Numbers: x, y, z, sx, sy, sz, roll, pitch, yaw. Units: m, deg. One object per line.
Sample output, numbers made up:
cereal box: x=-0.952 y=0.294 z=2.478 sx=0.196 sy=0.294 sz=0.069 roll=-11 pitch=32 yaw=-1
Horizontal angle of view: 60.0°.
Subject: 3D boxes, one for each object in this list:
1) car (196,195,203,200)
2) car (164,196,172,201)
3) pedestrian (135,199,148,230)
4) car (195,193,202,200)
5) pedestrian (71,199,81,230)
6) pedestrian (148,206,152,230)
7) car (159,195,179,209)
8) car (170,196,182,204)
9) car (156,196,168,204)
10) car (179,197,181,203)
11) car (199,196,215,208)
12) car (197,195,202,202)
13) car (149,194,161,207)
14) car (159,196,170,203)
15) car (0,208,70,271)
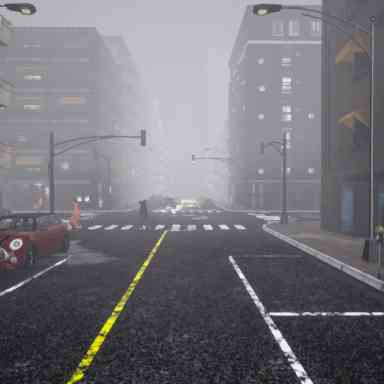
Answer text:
car: x=2.036 y=1.546 z=91.467 sx=1.802 sy=1.307 sz=4.206 roll=-1 pitch=0 yaw=0
car: x=-5.781 y=1.552 z=80.393 sx=1.802 sy=1.307 sz=4.206 roll=-1 pitch=0 yaw=0
pedestrian: x=-2.896 y=1.289 z=19.209 sx=0.375 sy=1.860 sz=0.375 roll=-1 pitch=1 yaw=0
car: x=2.130 y=1.518 z=74.849 sx=1.887 sy=1.381 sz=4.507 roll=-1 pitch=0 yaw=0
pedestrian: x=-6.920 y=1.288 z=19.728 sx=0.375 sy=1.860 sz=0.375 roll=-1 pitch=1 yaw=0
pedestrian: x=-2.831 y=1.288 z=20.408 sx=0.375 sy=1.860 sz=0.375 roll=-1 pitch=1 yaw=0
car: x=-3.102 y=1.491 z=45.855 sx=1.837 sy=1.490 sz=4.892 roll=0 pitch=0 yaw=0
car: x=-3.151 y=1.525 z=66.657 sx=2.033 sy=1.411 sz=5.357 roll=0 pitch=0 yaw=1
car: x=-5.687 y=1.504 z=63.611 sx=1.752 sy=1.417 sz=4.829 roll=-1 pitch=0 yaw=0
car: x=-3.156 y=1.583 z=55.955 sx=1.895 sy=1.301 sz=4.718 roll=0 pitch=0 yaw=0
car: x=2.288 y=1.568 z=47.154 sx=1.802 sy=1.307 sz=4.206 roll=-1 pitch=0 yaw=0
car: x=2.256 y=1.534 z=52.693 sx=2.008 sy=1.369 sz=4.403 roll=-1 pitch=0 yaw=0
car: x=-5.627 y=1.298 z=52.707 sx=2.192 sy=1.841 sz=5.009 roll=-1 pitch=0 yaw=0
car: x=-5.718 y=1.558 z=69.319 sx=1.802 sy=1.307 sz=4.206 roll=-1 pitch=0 yaw=0
car: x=-5.517 y=1.437 z=10.729 sx=1.967 sy=1.590 sz=4.097 roll=-1 pitch=0 yaw=0
